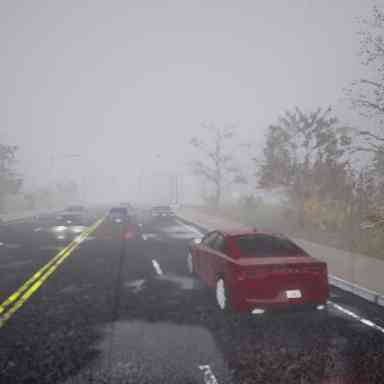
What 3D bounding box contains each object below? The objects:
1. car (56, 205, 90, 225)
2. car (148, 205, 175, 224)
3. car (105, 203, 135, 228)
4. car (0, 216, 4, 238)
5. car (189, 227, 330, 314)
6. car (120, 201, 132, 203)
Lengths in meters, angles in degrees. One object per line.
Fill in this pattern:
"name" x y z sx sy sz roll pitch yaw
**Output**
"car" -9.095 1.734 25.952 2.033 1.411 5.357 1 -1 -10
"car" -2.504 1.799 27.229 2.033 1.411 5.357 1 -1 -10
"car" -5.237 1.726 24.079 1.812 1.442 4.674 1 -1 -10
"car" -10.368 1.421 15.073 2.097 1.767 4.553 1 -1 -11
"car" 1.197 1.573 7.995 1.882 1.535 5.008 1 0 -12
"car" -7.875 1.815 39.648 2.128 1.511 4.902 1 0 -9
